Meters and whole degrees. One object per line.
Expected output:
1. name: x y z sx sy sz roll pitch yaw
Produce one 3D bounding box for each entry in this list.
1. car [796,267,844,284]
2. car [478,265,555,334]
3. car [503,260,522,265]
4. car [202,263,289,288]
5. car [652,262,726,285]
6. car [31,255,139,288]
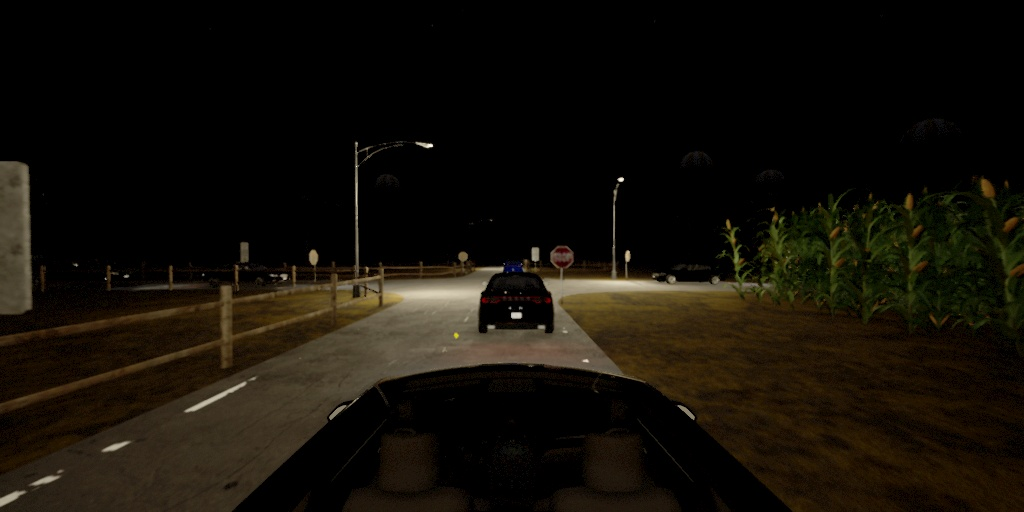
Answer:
1. car: 23.155 1.338 25.953 4.902 1.511 2.128 1 1 0
2. car: 0.101 1.189 10.561 1.882 1.535 5.008 0 0 0
3. car: 0.103 1.184 38.413 1.882 1.535 5.008 0 0 0
4. car: -17.131 1.201 23.181 4.902 1.511 2.128 0 1 0
5. car: 12.732 1.225 25.948 5.008 1.535 1.882 0 1 -1
6. car: -27.724 0.959 23.195 5.566 2.045 2.150 0 1 0
